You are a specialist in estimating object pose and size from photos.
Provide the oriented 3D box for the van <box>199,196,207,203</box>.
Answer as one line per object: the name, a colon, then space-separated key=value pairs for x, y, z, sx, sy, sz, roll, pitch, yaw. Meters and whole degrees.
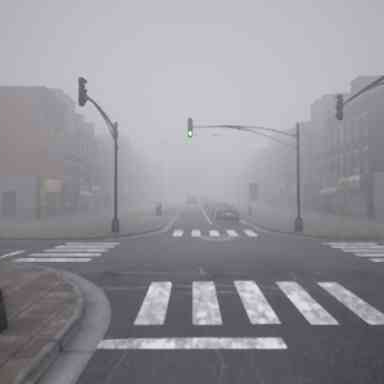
van: x=2.658 y=1.809 z=80.460 sx=1.690 sy=1.788 sz=3.998 roll=1 pitch=-1 yaw=0

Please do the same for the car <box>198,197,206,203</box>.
car: x=2.654 y=2.073 z=85.895 sx=1.887 sy=1.381 sz=4.507 roll=1 pitch=-1 yaw=0

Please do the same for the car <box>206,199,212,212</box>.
car: x=2.656 y=1.641 z=31.519 sx=1.947 sy=1.339 sz=4.313 roll=1 pitch=0 yaw=0

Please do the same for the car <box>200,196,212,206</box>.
car: x=2.660 y=1.622 z=64.147 sx=2.192 sy=1.841 sz=5.009 roll=1 pitch=-1 yaw=0

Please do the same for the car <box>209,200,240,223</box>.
car: x=2.657 y=1.616 z=26.082 sx=1.947 sy=1.339 sz=4.313 roll=1 pitch=0 yaw=0

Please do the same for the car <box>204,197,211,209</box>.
car: x=2.657 y=1.630 z=37.126 sx=1.752 sy=1.417 sz=4.829 roll=1 pitch=0 yaw=0

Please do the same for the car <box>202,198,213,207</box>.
car: x=2.656 y=1.787 z=58.876 sx=1.752 sy=1.417 sz=4.829 roll=1 pitch=0 yaw=0

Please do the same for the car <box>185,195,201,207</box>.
car: x=0.015 y=1.465 z=56.634 sx=2.150 sy=2.045 sz=5.566 roll=0 pitch=0 yaw=0

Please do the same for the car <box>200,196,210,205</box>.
car: x=2.656 y=1.743 z=53.439 sx=1.752 sy=1.417 sz=4.829 roll=1 pitch=0 yaw=0

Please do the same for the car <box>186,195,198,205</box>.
car: x=0.001 y=1.555 z=67.043 sx=2.150 sy=2.045 sz=5.566 roll=0 pitch=-1 yaw=0

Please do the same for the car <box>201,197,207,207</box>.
car: x=2.655 y=1.741 z=47.831 sx=1.947 sy=1.339 sz=4.313 roll=1 pitch=0 yaw=0

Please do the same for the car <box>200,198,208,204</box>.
car: x=2.654 y=1.993 z=75.020 sx=1.802 sy=1.307 sz=4.206 roll=1 pitch=-1 yaw=0
